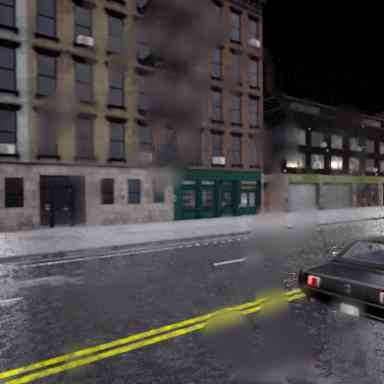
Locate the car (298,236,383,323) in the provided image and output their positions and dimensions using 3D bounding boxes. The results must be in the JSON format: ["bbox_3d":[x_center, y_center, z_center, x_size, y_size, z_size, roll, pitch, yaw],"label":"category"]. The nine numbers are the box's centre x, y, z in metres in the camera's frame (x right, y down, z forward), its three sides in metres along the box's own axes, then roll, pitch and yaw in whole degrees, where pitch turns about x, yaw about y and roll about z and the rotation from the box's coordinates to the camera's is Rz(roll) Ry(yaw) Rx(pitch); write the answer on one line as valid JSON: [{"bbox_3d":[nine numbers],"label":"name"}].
[{"bbox_3d":[4.280,1.538,6.493,4.718,1.301,1.895,-1,0,-36],"label":"car"}]
